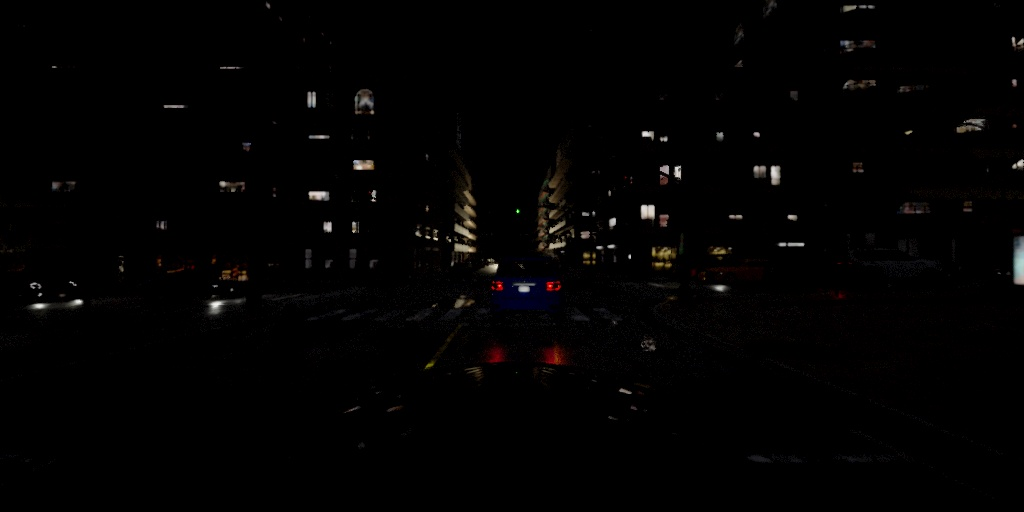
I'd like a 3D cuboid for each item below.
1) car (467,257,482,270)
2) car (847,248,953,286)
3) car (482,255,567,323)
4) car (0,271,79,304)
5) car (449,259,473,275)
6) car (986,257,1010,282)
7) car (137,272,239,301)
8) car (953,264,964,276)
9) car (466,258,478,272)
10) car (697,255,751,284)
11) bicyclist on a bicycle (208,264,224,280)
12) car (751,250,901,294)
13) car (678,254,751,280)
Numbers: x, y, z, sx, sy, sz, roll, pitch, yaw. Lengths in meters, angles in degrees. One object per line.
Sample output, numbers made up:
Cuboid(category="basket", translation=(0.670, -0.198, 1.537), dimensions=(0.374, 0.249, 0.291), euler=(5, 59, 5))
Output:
Cuboid(category="car", translation=(-5.695, 1.115, 50.453), dimensions=(2.192, 1.841, 5.009), euler=(0, 0, 0))
Cuboid(category="car", translation=(20.017, 0.591, 19.741), dimensions=(5.566, 2.045, 2.150), euler=(-1, 0, 0))
Cuboid(category="car", translation=(0.727, 0.969, 12.382), dimensions=(2.150, 2.045, 5.566), euler=(0, 0, 8))
Cuboid(category="car", translation=(-26.448, 1.579, 19.274), dimensions=(4.553, 1.767, 2.097), euler=(-1, 0, -1))
Cuboid(category="car", translation=(-5.694, 1.352, 39.088), dimensions=(1.948, 1.339, 4.313), euler=(0, 0, 0))
Cuboid(category="car", translation=(25.802, 0.830, 17.145), dimensions=(4.313, 1.339, 1.948), euler=(0, 0, 0))
Cuboid(category="car", translation=(-17.428, 1.588, 19.360), dimensions=(4.674, 1.442, 1.812), euler=(-1, 0, 1))
Cuboid(category="car", translation=(25.334, 0.812, 22.930), dimensions=(5.357, 1.411, 2.033), euler=(-1, 0, 0))
Cuboid(category="car", translation=(-5.695, 1.319, 44.601), dimensions=(1.751, 1.417, 4.829), euler=(0, 0, 0))
Cuboid(category="car", translation=(14.955, 0.937, 22.840), dimensions=(5.008, 1.535, 1.882), euler=(-1, 0, -1))
Cuboid(category="bicyclist on a bicycle", translation=(-23.169, 1.455, 28.028), dimensions=(0.582, 1.620, 1.656), euler=(-1, 0, 0))
Cuboid(category="car", translation=(14.708, 0.787, 17.047), dimensions=(5.009, 1.841, 2.192), euler=(0, 0, 0))
Cuboid(category="car", translation=(14.573, 0.777, 25.427), dimensions=(5.009, 1.841, 2.192), euler=(0, 0, 0))
